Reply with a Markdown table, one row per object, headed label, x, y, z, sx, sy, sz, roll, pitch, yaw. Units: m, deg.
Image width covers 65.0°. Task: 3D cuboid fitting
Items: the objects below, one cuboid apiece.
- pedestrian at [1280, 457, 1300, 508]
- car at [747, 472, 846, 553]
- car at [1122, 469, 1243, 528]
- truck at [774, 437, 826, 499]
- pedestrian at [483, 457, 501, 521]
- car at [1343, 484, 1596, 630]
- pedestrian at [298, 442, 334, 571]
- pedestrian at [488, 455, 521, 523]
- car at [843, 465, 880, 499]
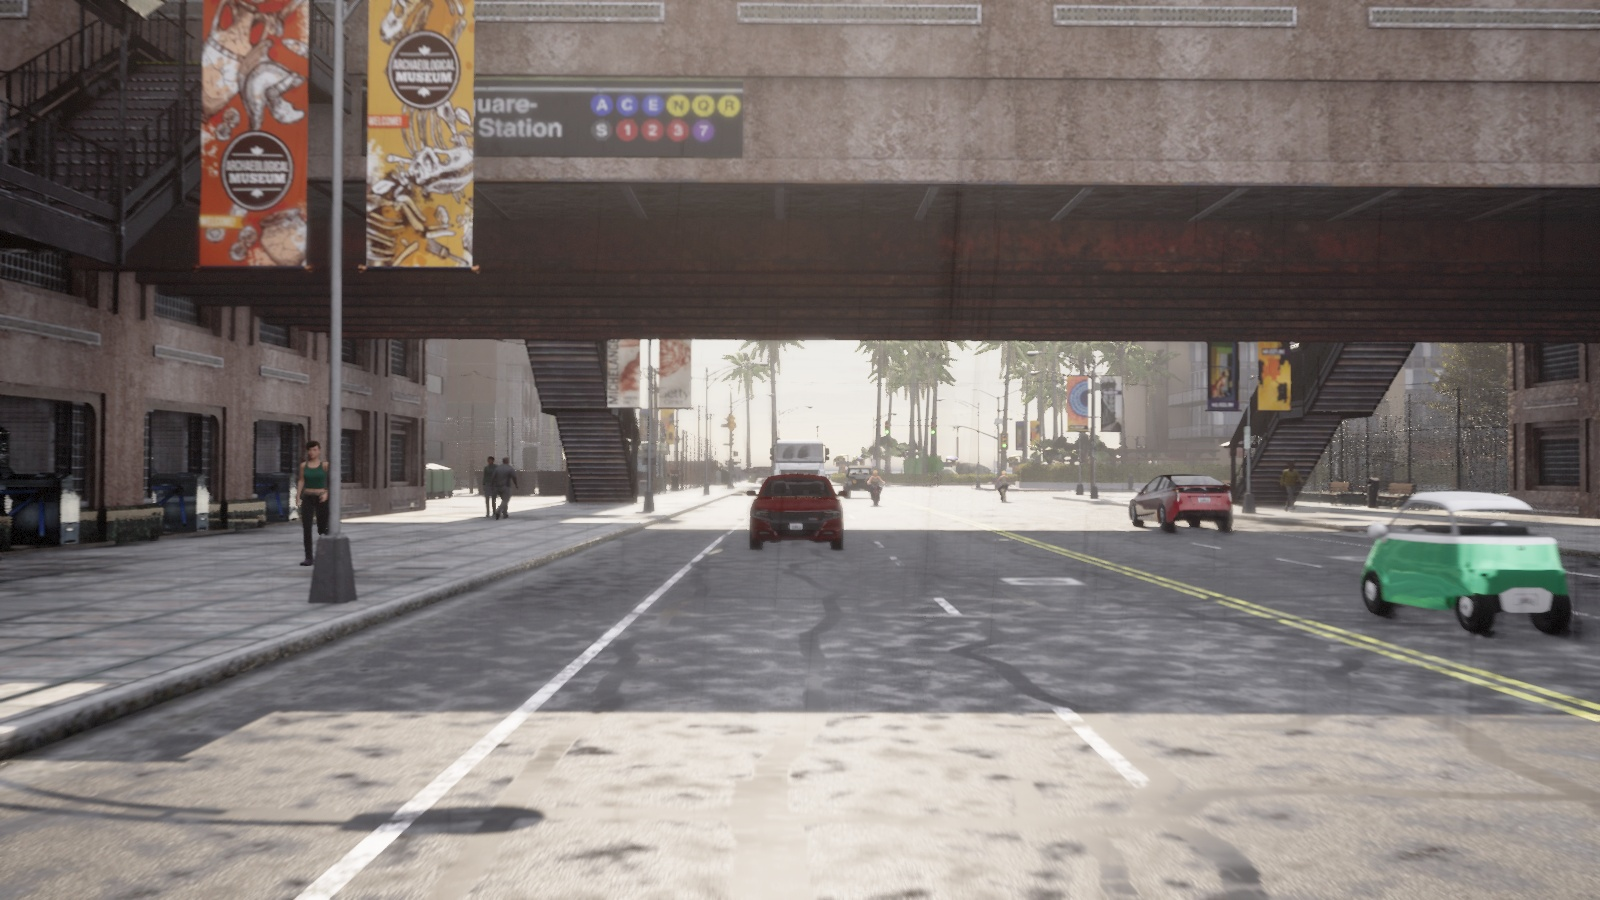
| label | x | y | z | sx | sy | sz | roll | pitch | yaw |
| --- | --- | --- | --- | --- | --- | --- | --- | --- | --- |
| pedestrian | 17.750 | 1.161 | 45.462 | 0.431 | 1.840 | 0.709 | 0 | -1 | 1 |
| car | -0.051 | 1.236 | 26.504 | 1.882 | 1.535 | 5.008 | 0 | -1 | 0 |
| car | 10.510 | 1.303 | 34.844 | 2.007 | 1.525 | 4.514 | 0 | -1 | 1 |
| truck | -0.022 | 1.073 | 74.061 | 2.891 | 3.462 | 7.936 | 0 | -1 | 0 |
| pedestrian | -8.950 | 1.118 | 36.495 | 0.353 | 1.847 | 0.614 | 0 | -1 | 1 |
| car | 6.969 | 1.064 | 13.282 | 1.481 | 1.376 | 2.207 | 0 | -1 | 0 |
| pedestrian | -7.017 | 0.804 | 18.217 | 0.345 | 1.836 | 0.594 | 0 | -1 | -7 |
| pedestrian | -8.311 | 1.097 | 35.368 | 0.563 | 1.883 | 0.849 | 0 | -1 | 15 |
| car | 3.484 | 1.801 | 71.956 | 1.905 | 1.878 | 3.866 | 0 | -1 | 0 |
